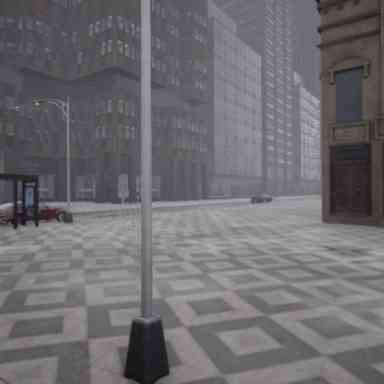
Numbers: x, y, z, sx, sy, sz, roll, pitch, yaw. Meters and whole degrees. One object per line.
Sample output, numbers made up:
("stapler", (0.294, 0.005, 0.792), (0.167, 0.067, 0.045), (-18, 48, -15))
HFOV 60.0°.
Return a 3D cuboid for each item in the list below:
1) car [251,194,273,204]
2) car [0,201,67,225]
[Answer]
("car", (10.524, 0.998, 49.677), (1.882, 1.535, 5.008), (0, 0, 36))
("car", (-10.070, 1.264, 20.886), (1.812, 1.442, 4.674), (0, 0, 35))
